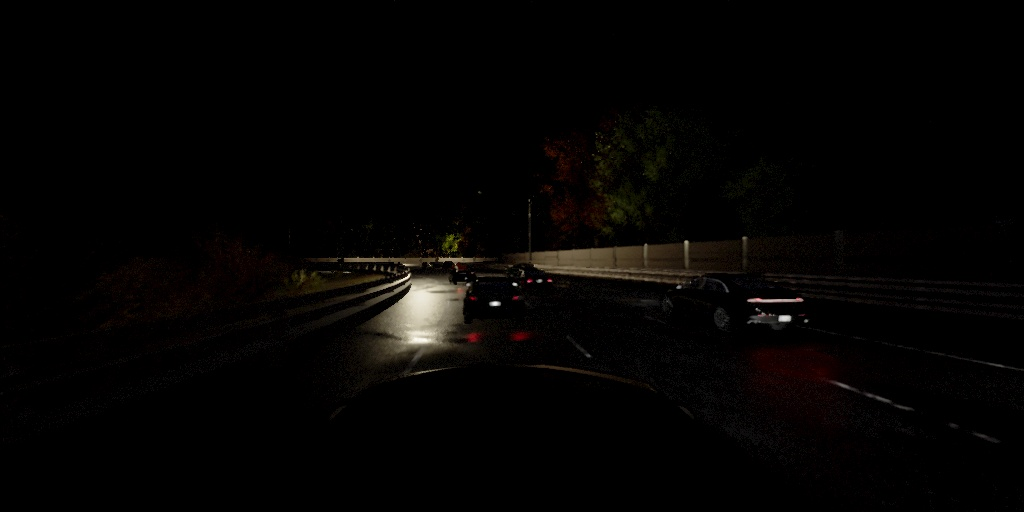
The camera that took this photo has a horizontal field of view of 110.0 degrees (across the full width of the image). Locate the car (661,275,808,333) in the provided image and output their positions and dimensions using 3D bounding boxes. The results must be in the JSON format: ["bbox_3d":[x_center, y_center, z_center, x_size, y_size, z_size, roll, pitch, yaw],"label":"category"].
[{"bbox_3d":[6.433,1.330,11.112,2.128,1.511,4.902,0,-1,-4],"label":"car"}]

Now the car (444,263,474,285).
[{"bbox_3d":[-4.266,1.596,30.404,2.128,1.511,4.902,0,-1,-16],"label":"car"}]

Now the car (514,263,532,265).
[{"bbox_3d":[0.911,1.515,36.924,2.097,1.767,4.553,0,-1,-18],"label":"car"}]

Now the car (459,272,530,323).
[{"bbox_3d":[-0.714,1.449,12.904,1.994,1.385,4.181,0,-1,-6],"label":"car"}]

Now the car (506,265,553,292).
[{"bbox_3d":[1.120,1.553,23.607,2.033,1.411,5.357,0,-1,-12],"label":"car"}]
